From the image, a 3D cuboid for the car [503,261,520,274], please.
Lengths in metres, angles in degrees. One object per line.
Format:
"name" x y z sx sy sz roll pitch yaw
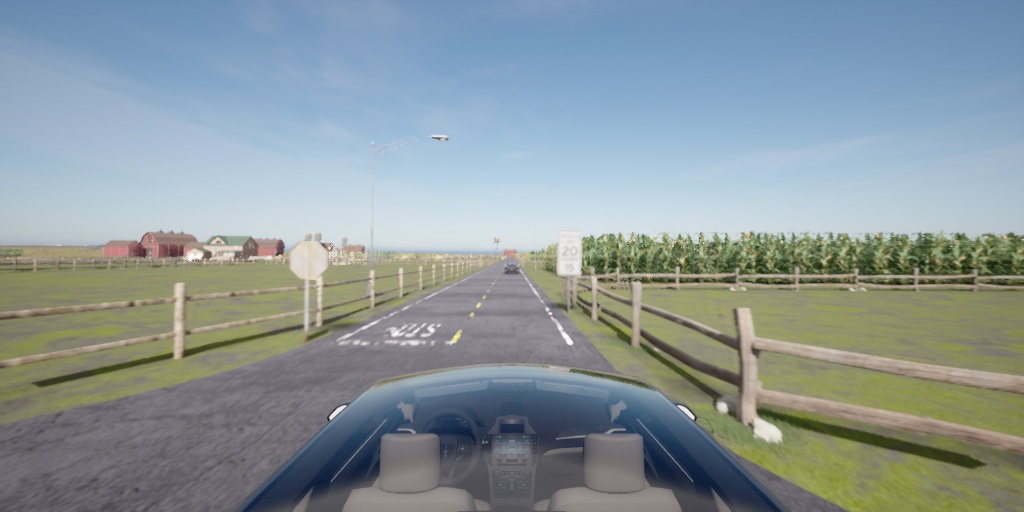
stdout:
"car" -0.031 1.378 43.523 2.128 1.511 4.902 0 0 0
